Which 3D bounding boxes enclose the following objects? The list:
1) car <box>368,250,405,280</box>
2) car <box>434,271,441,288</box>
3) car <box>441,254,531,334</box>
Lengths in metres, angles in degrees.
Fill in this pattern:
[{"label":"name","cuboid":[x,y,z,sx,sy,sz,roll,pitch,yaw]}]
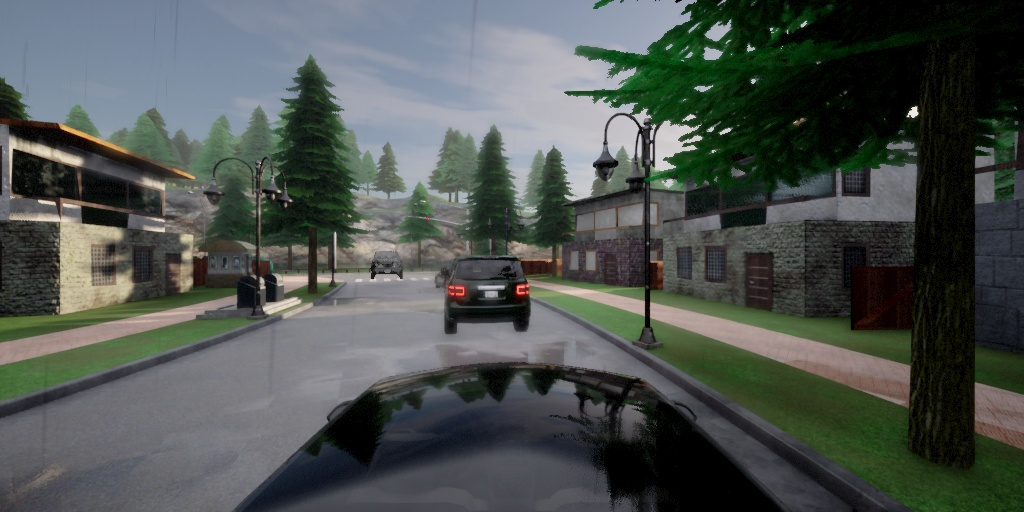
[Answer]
[{"label":"car","cuboid":[-8.956,0.590,25.670,2.150,2.045,5.566,0,0,-20]},{"label":"car","cuboid":[-3.322,1.297,21.069,2.033,1.411,5.357,0,0,-21]},{"label":"car","cuboid":[-0.936,0.971,10.865,2.150,2.045,5.566,0,0,-10]}]
